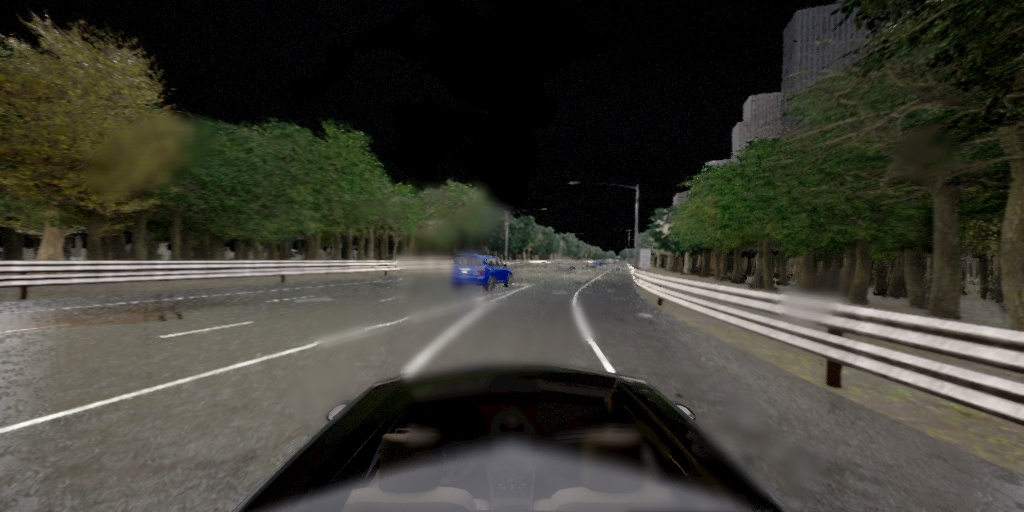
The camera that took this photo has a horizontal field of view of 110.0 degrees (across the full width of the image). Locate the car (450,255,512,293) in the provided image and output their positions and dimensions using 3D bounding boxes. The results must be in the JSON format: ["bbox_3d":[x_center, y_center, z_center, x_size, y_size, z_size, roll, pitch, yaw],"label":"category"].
[{"bbox_3d":[-1.678,0.989,21.581,2.150,2.045,5.566,1,0,17],"label":"car"}]

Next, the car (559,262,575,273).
[{"bbox_3d":[8.222,1.635,53.170,2.128,1.511,4.902,1,0,17],"label":"car"}]
